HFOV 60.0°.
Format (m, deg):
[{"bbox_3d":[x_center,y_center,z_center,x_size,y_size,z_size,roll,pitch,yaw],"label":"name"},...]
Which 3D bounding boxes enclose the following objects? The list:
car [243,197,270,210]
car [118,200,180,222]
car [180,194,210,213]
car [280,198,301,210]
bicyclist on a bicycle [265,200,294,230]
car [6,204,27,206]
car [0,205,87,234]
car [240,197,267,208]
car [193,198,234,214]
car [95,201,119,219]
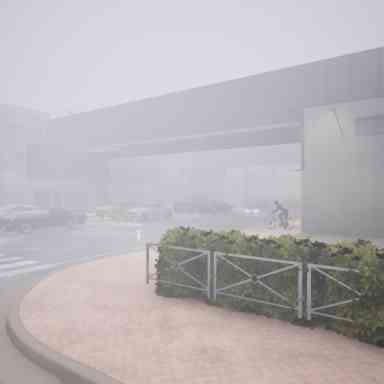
[{"bbox_3d":[8.656,1.563,43.662,1.994,1.385,4.181,0,0,36],"label":"car"},{"bbox_3d":[-3.348,1.525,26.864,1.812,1.442,4.674,0,0,36],"label":"car"},{"bbox_3d":[0.131,1.219,37.777,2.150,2.045,5.566,0,0,36],"label":"car"},{"bbox_3d":[12.943,1.525,43.452,1.812,1.442,4.674,0,0,36],"label":"car"},{"bbox_3d":[4.861,1.303,18.595,1.656,1.620,0.582,0,0,35],"label":"bicyclist on a bicycle"},{"bbox_3d":[-11.540,1.525,21.462,1.812,1.442,4.674,0,0,37],"label":"car"},{"bbox_3d":[-8.655,1.601,19.408,1.895,1.301,4.718,0,0,35],"label":"car"},{"bbox_3d":[9.468,1.493,50.745,2.128,1.511,4.902,0,0,36],"label":"car"},{"bbox_3d":[2.484,1.601,35.055,1.895,1.301,4.718,0,0,36],"label":"car"},{"bbox_3d":[-6.094,1.477,29.042,1.882,1.535,5.008,0,0,35],"label":"car"}]
